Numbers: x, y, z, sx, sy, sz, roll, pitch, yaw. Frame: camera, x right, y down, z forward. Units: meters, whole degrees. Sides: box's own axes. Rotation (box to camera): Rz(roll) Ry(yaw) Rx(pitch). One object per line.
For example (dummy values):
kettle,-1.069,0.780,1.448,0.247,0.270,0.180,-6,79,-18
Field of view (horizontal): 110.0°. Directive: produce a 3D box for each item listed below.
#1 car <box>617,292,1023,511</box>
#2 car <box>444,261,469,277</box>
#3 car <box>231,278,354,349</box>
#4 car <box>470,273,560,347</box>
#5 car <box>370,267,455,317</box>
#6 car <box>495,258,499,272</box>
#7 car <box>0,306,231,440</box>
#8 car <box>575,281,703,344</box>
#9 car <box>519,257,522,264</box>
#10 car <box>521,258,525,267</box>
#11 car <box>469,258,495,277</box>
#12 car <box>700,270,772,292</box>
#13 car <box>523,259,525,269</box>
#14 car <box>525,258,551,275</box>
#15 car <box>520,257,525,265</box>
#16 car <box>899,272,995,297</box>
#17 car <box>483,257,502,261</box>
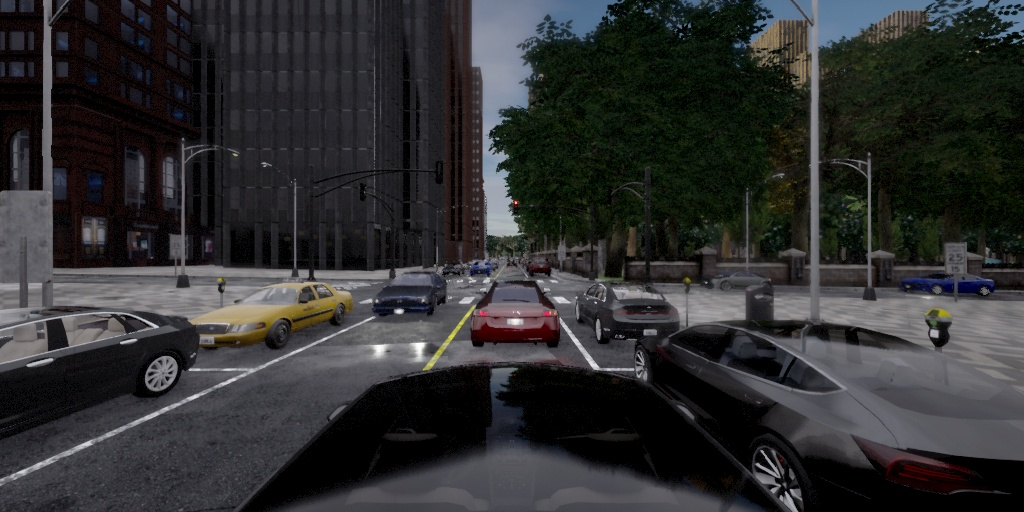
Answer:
car,2.763,1.316,3.836,1.948,1.339,4.313,0,0,0
car,-5.764,1.328,36.004,1.948,1.339,4.313,0,0,0
car,-5.763,1.276,9.170,1.751,1.417,4.829,0,0,0
car,0.081,1.314,9.344,1.994,1.385,4.181,0,0,0
car,-3.560,1.300,13.495,2.033,1.411,5.357,0,0,-3
car,-3.093,1.338,46.584,1.994,1.385,4.181,0,0,0
car,-5.762,1.300,3.827,2.007,1.370,4.403,0,0,0
car,2.763,1.301,9.349,2.007,1.370,4.403,0,0,0
car,2.760,1.233,63.296,1.967,1.591,4.097,0,0,0
car,2.760,1.331,52.383,2.007,1.370,4.403,0,0,0
car,-3.093,1.240,36.619,1.882,1.535,5.008,0,0,0
car,15.046,1.647,24.172,4.181,1.385,1.994,1,0,-2
car,2.761,1.340,46.926,1.948,1.339,4.313,0,0,0
car,2.761,1.077,36.014,2.192,1.841,5.009,0,0,0
car,2.760,1.337,57.839,2.007,1.370,4.403,0,0,0
car,29.275,1.854,24.231,5.008,1.535,1.882,1,0,0
car,-3.086,1.277,56.630,2.128,1.511,4.902,0,0,0
